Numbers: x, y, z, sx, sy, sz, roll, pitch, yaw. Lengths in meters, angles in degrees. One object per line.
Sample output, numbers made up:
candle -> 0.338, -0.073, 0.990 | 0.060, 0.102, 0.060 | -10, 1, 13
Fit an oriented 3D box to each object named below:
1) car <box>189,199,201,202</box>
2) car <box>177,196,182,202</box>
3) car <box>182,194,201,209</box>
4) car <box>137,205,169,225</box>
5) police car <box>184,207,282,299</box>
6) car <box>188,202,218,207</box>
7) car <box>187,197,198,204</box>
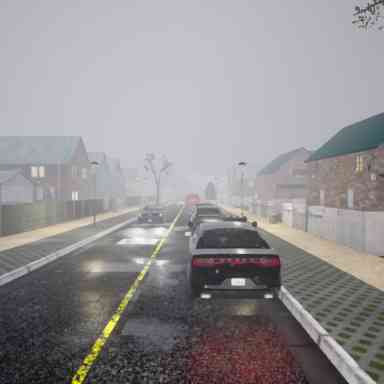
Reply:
car -> 0.869, 1.519, 24.490 | 1.837, 1.490, 4.892 | 0, 0, 0
car -> -2.603, 1.686, 79.415 | 2.128, 1.511, 4.902 | 0, 0, 0
car -> 0.121, 1.281, 46.803 | 2.150, 2.045, 5.566 | 0, 0, 1
car -> -2.805, 1.614, 24.530 | 1.895, 1.301, 4.718 | 0, 0, 0
police car -> 0.840, 1.424, 8.598 | 1.930, 1.638, 5.238 | 0, 0, 0
car -> 0.859, 1.512, 18.489 | 1.837, 1.490, 4.892 | 0, 0, 0
car -> 0.121, 1.677, 66.029 | 2.033, 1.411, 5.357 | 0, 0, 0
